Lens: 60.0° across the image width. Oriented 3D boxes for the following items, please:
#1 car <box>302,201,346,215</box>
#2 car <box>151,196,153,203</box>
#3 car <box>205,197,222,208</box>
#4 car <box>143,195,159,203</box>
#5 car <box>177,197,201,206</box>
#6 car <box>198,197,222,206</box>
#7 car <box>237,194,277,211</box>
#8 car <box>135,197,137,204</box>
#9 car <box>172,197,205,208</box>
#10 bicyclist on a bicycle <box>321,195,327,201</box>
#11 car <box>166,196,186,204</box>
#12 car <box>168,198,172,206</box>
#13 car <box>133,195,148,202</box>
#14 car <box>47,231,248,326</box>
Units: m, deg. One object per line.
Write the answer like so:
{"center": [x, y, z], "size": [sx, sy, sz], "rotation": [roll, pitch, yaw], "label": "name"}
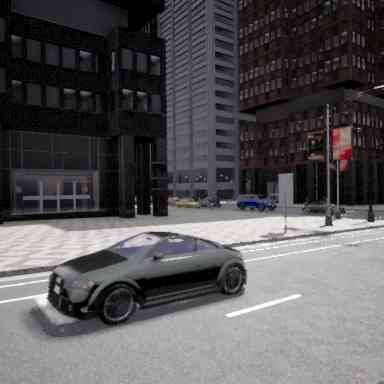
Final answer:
{"center": [13.495, 1.619, 34.203], "size": [1.994, 1.385, 4.181], "rotation": [-1, 0, -36], "label": "car"}
{"center": [-7.809, 1.707, 69.513], "size": [2.033, 1.411, 5.357], "rotation": [-1, 0, -36], "label": "car"}
{"center": [2.484, 1.686, 49.625], "size": [1.994, 1.385, 4.181], "rotation": [-1, 0, -35], "label": "car"}
{"center": [-9.507, 1.587, 76.478], "size": [1.967, 1.590, 4.097], "rotation": [-1, 1, -36], "label": "car"}
{"center": [-0.589, 1.616, 59.419], "size": [1.837, 1.490, 4.892], "rotation": [-1, 1, -36], "label": "car"}
{"center": [3.106, 1.604, 58.821], "size": [1.887, 1.381, 4.507], "rotation": [-1, 1, -36], "label": "car"}
{"center": [8.038, 1.309, 41.829], "size": [2.150, 2.045, 5.566], "rotation": [-1, 0, -36], "label": "car"}
{"center": [-10.141, 1.813, 62.703], "size": [1.802, 1.307, 4.206], "rotation": [-1, 1, -36], "label": "car"}
{"center": [-0.582, 1.693, 49.318], "size": [1.752, 1.417, 4.829], "rotation": [-1, 1, -36], "label": "car"}
{"center": [17.380, 1.243, 43.770], "size": [1.656, 1.620, 0.582], "rotation": [-1, 1, -36], "label": "bicyclist on a bicycle"}
{"center": [-3.299, 1.628, 67.788], "size": [1.752, 1.417, 4.829], "rotation": [-1, 1, -36], "label": "car"}
{"center": [-3.309, 1.723, 57.800], "size": [1.994, 1.385, 4.181], "rotation": [-1, 0, -35], "label": "car"}
{"center": [-12.661, 1.610, 80.893], "size": [1.967, 1.590, 4.097], "rotation": [-1, 1, -36], "label": "car"}
{"center": [-0.787, 1.562, 7.116], "size": [4.181, 1.385, 1.994], "rotation": [0, 0, -36], "label": "car"}
